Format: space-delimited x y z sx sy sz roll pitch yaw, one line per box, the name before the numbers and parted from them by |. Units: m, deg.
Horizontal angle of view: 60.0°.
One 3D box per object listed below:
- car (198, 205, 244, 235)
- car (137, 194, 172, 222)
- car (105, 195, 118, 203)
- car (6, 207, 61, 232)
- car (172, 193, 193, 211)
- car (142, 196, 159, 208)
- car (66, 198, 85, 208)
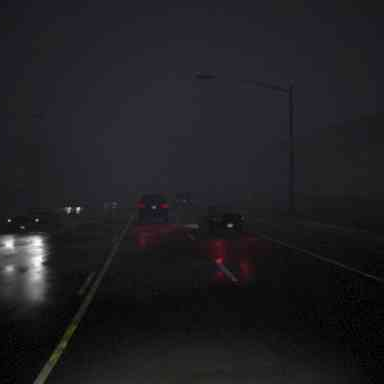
car | 1.530 1.439 18.406 1.812 1.442 4.674 -1 0 -8
car | -3.001 1.158 25.697 2.150 2.045 5.566 -1 0 -8
car | -15.375 1.274 63.595 1.812 1.442 4.674 -1 1 -8
car | -9.528 1.624 20.343 1.895 1.301 4.718 -1 0 -8
car | -1.200 1.088 38.300 2.150 2.045 5.566 -1 0 -8
car | -5.810 1.353 46.151 2.128 1.511 4.902 -1 0 -8
car | -16.891 1.514 48.503 1.994 1.385 4.181 -1 1 -7
